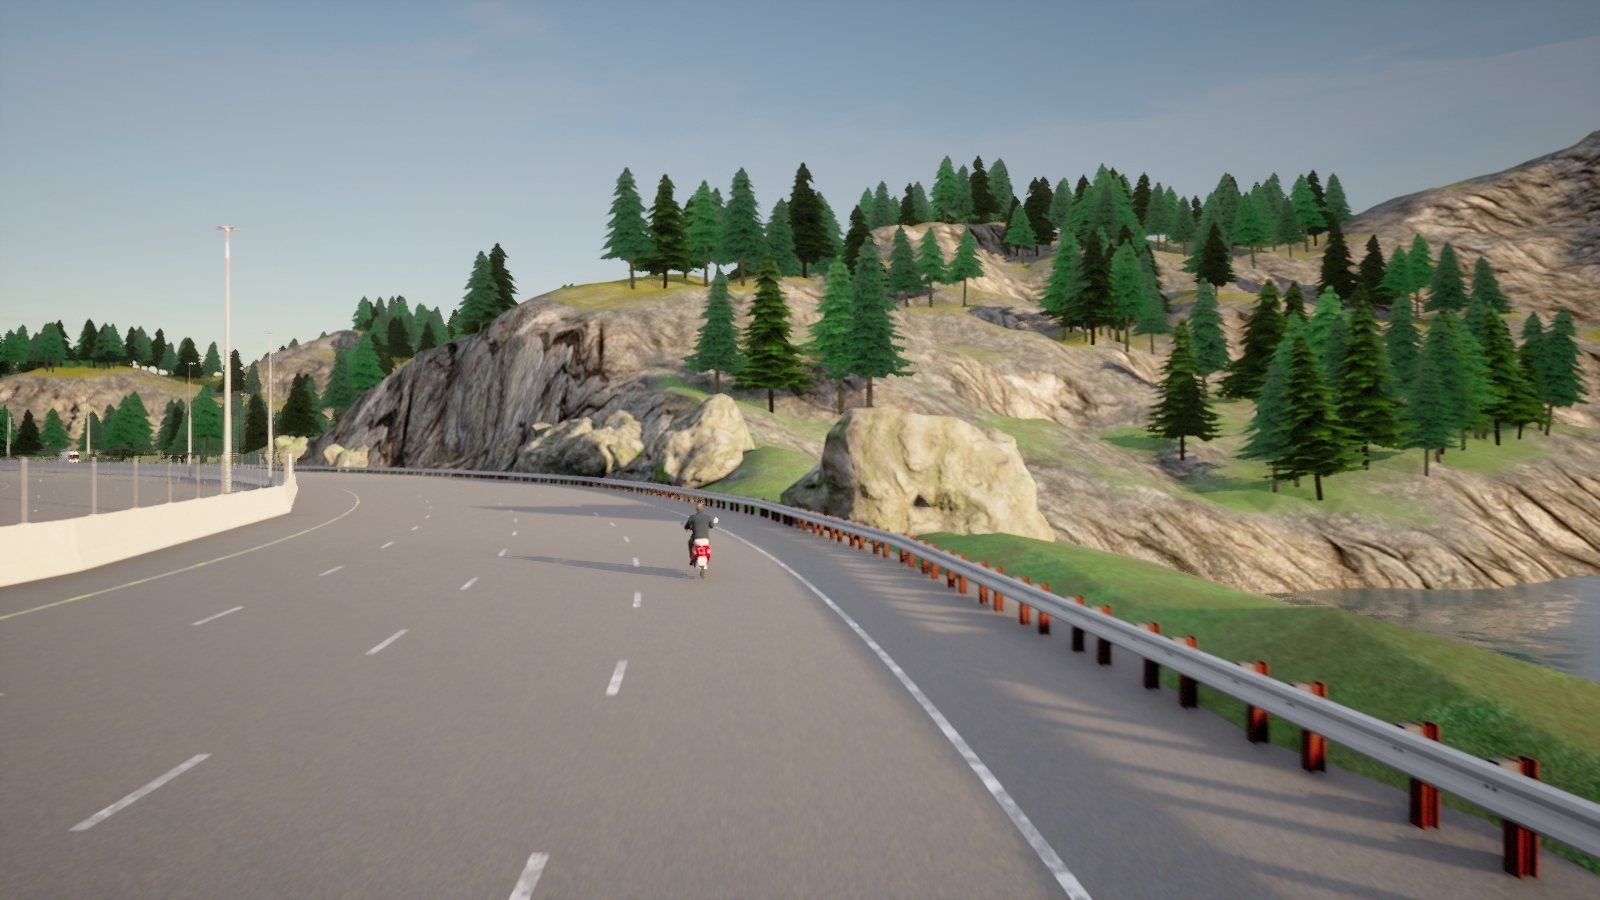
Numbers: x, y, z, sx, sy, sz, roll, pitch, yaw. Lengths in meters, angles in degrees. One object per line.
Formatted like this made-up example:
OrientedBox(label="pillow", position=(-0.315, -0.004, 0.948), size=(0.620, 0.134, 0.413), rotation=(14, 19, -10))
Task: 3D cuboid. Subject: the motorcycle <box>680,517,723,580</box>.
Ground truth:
OrientedBox(label="motorcycle", position=(-2.224, 2.171, 25.557), size=(0.856, 1.236, 1.805), rotation=(-1, 0, -8))
